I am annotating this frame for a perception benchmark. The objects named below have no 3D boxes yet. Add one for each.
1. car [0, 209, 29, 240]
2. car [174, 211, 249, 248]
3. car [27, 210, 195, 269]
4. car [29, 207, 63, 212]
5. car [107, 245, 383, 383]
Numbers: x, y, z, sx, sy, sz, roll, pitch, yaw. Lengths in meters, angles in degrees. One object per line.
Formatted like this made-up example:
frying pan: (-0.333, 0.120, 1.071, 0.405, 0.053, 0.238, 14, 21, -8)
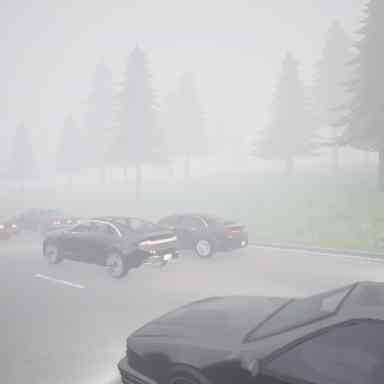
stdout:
car: (-10.303, 1.547, 15.641, 5.357, 1.411, 2.033, 0, 0, 33)
car: (-0.231, 1.505, 12.744, 4.892, 1.490, 1.837, 0, 0, 35)
car: (-2.613, 1.492, 10.139, 4.902, 1.511, 2.128, 0, 0, 35)
car: (-8.194, 1.547, 18.358, 5.357, 1.411, 2.033, 0, 0, 38)
car: (1.829, 1.548, 2.691, 5.357, 1.411, 2.033, 0, 0, 35)
